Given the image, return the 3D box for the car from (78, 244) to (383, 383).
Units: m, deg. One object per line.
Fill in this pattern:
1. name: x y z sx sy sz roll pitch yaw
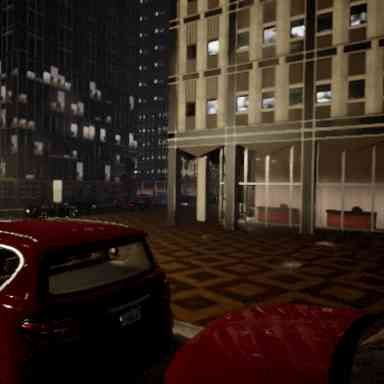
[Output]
1. car: 2.035 1.316 1.401 5.009 1.841 2.192 0 1 36

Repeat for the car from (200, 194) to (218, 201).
1. car: 3.691 1.064 70.911 1.887 1.381 4.507 2 1 30

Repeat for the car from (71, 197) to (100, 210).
1. car: -12.728 1.295 37.583 1.837 1.490 4.892 1 1 30

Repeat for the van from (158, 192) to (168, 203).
1. van: -4.843 0.960 56.248 1.690 1.788 3.998 2 1 30

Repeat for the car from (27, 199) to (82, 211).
1. car: -11.748 1.526 27.759 1.947 1.339 4.313 2 1 30

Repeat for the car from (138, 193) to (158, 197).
1. car: -7.692 1.092 51.364 1.967 1.590 4.097 2 1 30

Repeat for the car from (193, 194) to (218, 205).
1. car: 2.475 1.235 52.172 1.967 1.590 4.097 2 1 30

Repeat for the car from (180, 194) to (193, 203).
1. car: -0.605 1.217 58.258 1.994 1.385 4.181 1 1 31

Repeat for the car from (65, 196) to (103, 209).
1. car: -13.386 1.284 41.593 1.947 1.339 4.313 2 1 30

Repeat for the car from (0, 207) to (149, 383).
1. car: -2.545 1.312 4.667 5.009 1.841 2.192 0 1 36

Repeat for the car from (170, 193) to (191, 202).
1. car: -1.999 1.025 61.137 1.967 1.590 4.097 2 1 30

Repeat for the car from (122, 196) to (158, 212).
1. car: -6.060 1.476 37.525 1.802 1.307 4.206 2 1 30
